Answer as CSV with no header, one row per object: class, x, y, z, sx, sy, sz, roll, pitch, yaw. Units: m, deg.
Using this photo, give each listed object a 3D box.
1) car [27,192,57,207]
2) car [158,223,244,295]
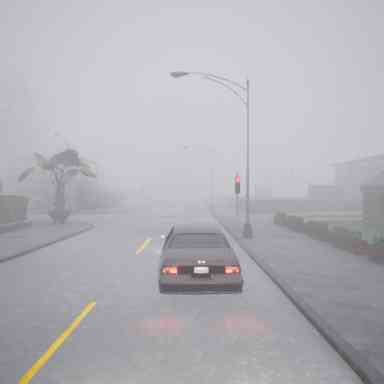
car,-19.782,0.986,43.806,1.905,1.878,3.866,0,0,35
car,0.109,1.547,8.902,2.033,1.411,5.357,0,0,-2
